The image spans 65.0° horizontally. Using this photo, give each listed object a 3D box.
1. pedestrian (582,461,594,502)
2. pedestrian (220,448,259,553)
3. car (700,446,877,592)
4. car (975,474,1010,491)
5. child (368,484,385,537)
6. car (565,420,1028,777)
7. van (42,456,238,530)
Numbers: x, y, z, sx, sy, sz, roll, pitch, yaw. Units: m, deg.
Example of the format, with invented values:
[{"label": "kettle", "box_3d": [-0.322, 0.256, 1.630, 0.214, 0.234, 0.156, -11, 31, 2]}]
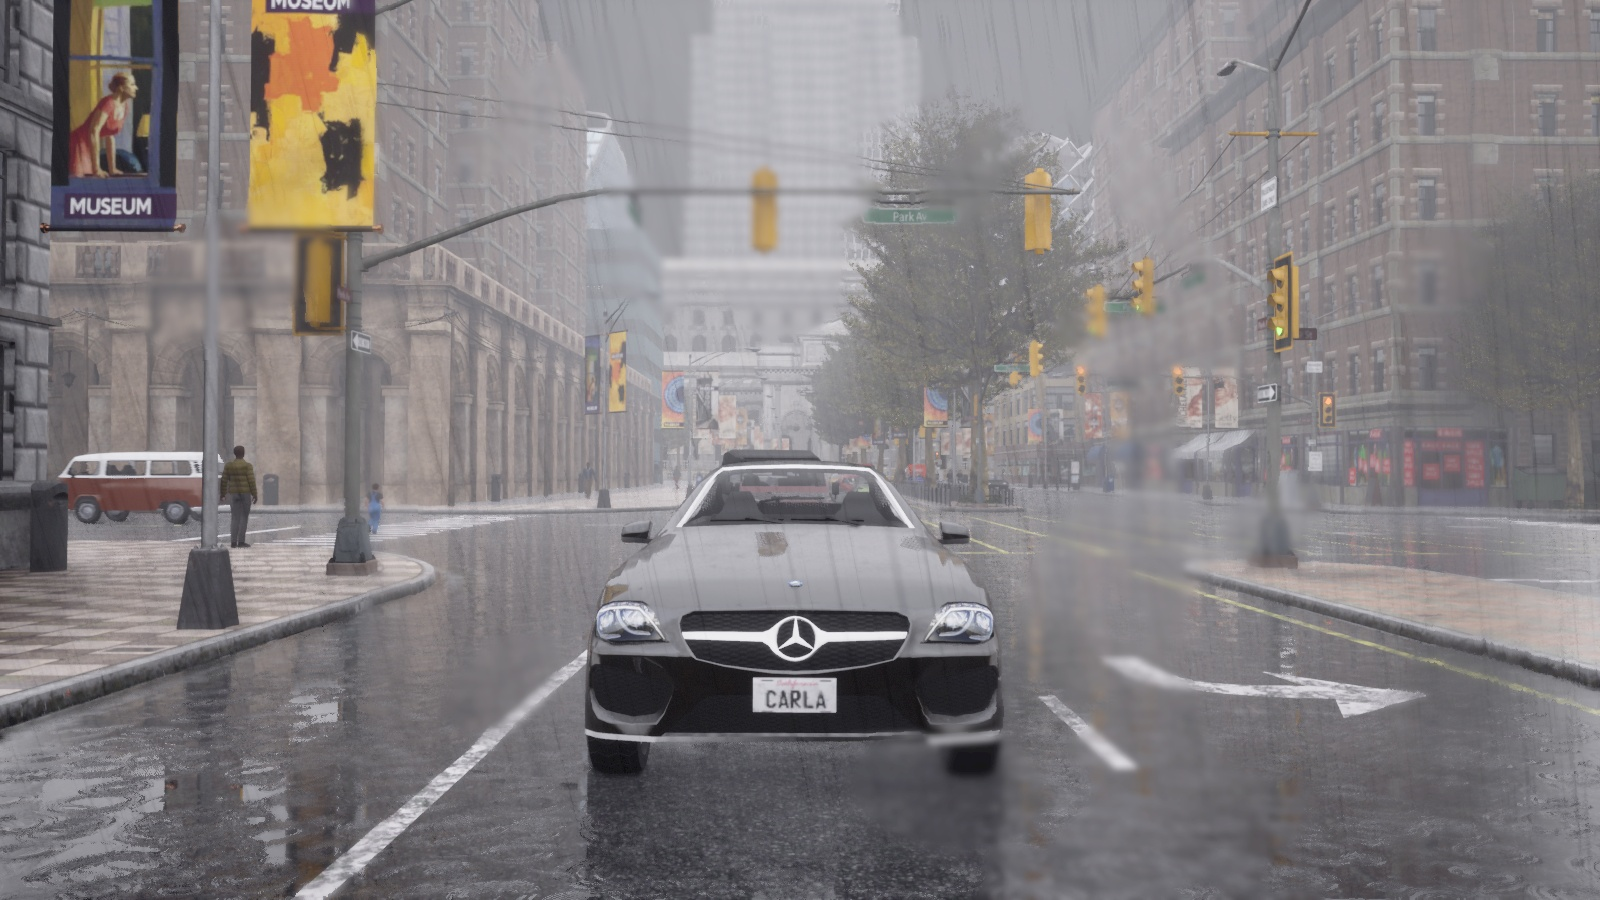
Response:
[{"label": "pedestrian", "box_3d": [-10.180, 1.523, 60.350, 0.423, 1.949, 0.788, 0, -1, 0]}, {"label": "pedestrian", "box_3d": [-9.985, 0.886, 22.381, 0.370, 1.835, 0.726, 0, -1, 1]}, {"label": "car", "box_3d": [-0.294, 0.918, 18.273, 1.905, 1.878, 3.866, 0, -1, -11]}, {"label": "car", "box_3d": [14.731, 2.470, 96.378, 1.895, 1.301, 4.718, 0, -1, 0]}, {"label": "child", "box_3d": [-10.067, 1.433, 29.867, 0.270, 1.263, 0.437, 0, -1, -4]}, {"label": "car", "box_3d": [-0.025, 0.733, 8.363, 2.152, 1.651, 5.027, 0, -1, 0]}, {"label": "van", "box_3d": [-18.721, 1.212, 35.752, 4.480, 2.038, 2.069, 0, -1, -1]}]
